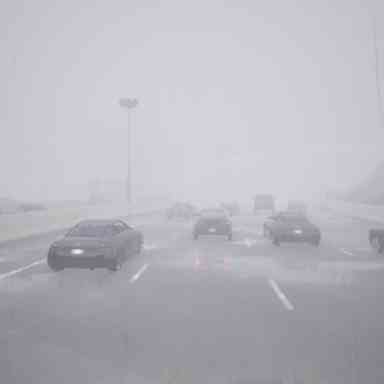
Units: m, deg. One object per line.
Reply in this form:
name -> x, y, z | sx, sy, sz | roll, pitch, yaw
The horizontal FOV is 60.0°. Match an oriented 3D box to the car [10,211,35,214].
car -> -12.281, 1.537, 24.153 | 1.994, 1.385, 4.181 | 0, 0, 8

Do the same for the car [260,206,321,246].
car -> 4.501, 1.575, 15.496 | 1.994, 1.385, 4.181 | 0, 0, 6

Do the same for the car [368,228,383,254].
car -> 7.565, 1.619, 10.682 | 1.895, 1.301, 4.718 | 0, 0, 4

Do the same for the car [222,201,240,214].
car -> 3.957, 1.612, 34.786 | 1.895, 1.301, 4.718 | 0, 0, 12

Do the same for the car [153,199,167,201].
car -> -6.087, 1.222, 63.552 | 2.150, 2.045, 5.566 | 0, 0, 20

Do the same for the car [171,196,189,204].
car -> -2.198, 1.523, 63.945 | 1.812, 1.442, 4.674 | 0, 0, 21

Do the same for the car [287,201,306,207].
car -> 11.820, 1.630, 37.763 | 1.895, 1.301, 4.718 | 0, 0, 14

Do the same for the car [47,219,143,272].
car -> -2.912, 1.558, 10.859 | 1.994, 1.385, 4.181 | 0, 0, 4

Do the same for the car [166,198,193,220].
car -> -0.846, 1.547, 28.428 | 2.033, 1.411, 5.357 | 0, 0, 10

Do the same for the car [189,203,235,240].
car -> 1.139, 1.529, 17.099 | 1.812, 1.442, 4.674 | 0, 0, 6

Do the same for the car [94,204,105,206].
car -> -16.113, 1.469, 55.520 | 1.837, 1.490, 4.892 | 0, 0, 17

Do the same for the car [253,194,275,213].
car -> 8.057, 1.242, 37.082 | 2.150, 2.045, 5.566 | 0, 0, 13
